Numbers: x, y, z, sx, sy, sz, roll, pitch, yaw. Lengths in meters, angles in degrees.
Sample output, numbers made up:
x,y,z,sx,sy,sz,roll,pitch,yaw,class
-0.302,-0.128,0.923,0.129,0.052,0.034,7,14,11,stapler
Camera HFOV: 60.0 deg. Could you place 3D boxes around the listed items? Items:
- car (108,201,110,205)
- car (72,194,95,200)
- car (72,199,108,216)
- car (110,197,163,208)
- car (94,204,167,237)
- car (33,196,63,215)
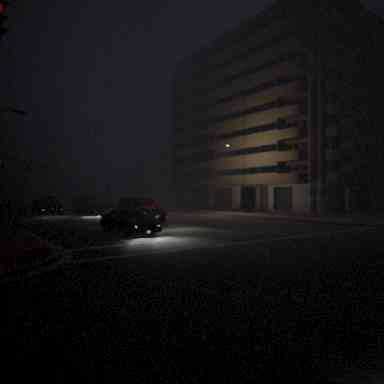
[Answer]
x,y,z,sx,sy,sz,roll,pitch,yaw,class
-12.045,1.906,49.226,1.895,1.301,4.718,1,0,-35,car
-15.795,1.498,48.466,2.150,2.045,5.566,1,-1,-35,car
-11.076,1.785,35.804,1.994,1.385,4.181,1,0,-36,car
-4.108,1.422,26.164,2.150,2.045,5.566,1,0,-36,car
-3.773,1.708,19.686,2.033,1.411,5.357,1,0,-35,car
-15.963,1.425,36.627,2.150,2.045,5.566,1,-1,-35,car
